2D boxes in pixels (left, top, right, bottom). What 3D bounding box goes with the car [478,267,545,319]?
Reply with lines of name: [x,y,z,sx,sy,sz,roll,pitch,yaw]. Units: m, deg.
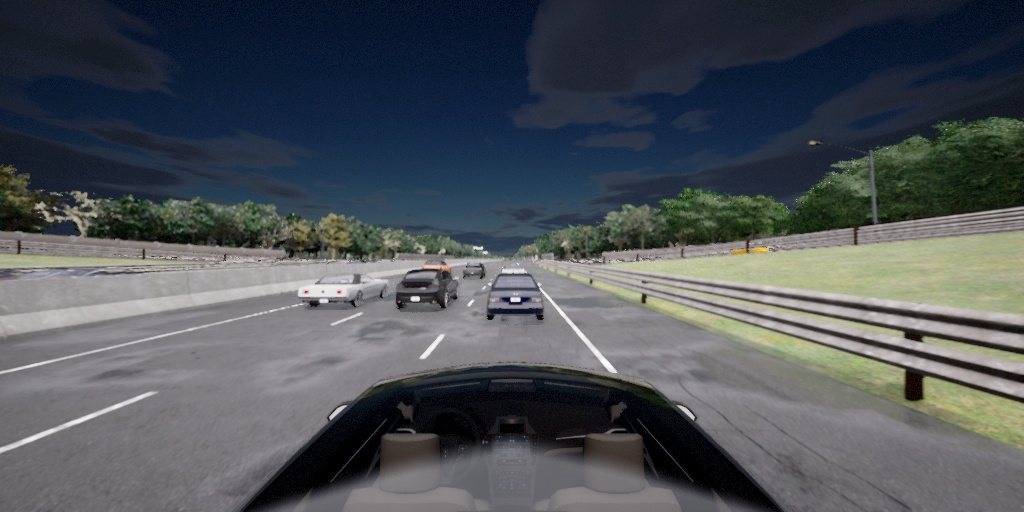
car: [0.099,1.304,12.803,2.033,1.411,5.357,0,0,0]

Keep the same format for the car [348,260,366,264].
car: [-24.551,1.341,57.075,1.837,1.490,4.892,0,0,1]

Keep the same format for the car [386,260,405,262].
car: [-17.564,1.358,55.645,1.812,1.442,4.674,0,0,0]

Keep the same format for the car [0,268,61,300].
car: [-24.600,1.324,16.654,1.994,1.385,4.181,0,0,0]

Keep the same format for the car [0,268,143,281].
car: [-17.601,1.250,14.764,2.128,1.511,4.902,0,0,0]

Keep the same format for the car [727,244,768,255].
car: [29.262,-0.649,44.784,1.882,1.535,5.008,0,-4,-12]

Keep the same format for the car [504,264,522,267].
car: [0.090,1.378,31.661,1.895,1.301,4.718,0,0,0]

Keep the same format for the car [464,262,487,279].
car: [-3.404,1.271,33.253,2.128,1.511,4.902,0,0,0]

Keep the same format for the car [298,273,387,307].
car: [-6.902,1.359,15.373,1.895,1.301,4.718,0,0,0]

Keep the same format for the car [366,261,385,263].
car: [-21.048,1.439,57.496,1.895,1.301,4.718,0,0,1]

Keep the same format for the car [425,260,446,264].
car: [-6.904,1.131,33.013,2.097,1.767,4.553,0,0,0]

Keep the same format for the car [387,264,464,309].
car: [-3.402,1.263,15.043,1.837,1.490,4.892,0,0,0]
